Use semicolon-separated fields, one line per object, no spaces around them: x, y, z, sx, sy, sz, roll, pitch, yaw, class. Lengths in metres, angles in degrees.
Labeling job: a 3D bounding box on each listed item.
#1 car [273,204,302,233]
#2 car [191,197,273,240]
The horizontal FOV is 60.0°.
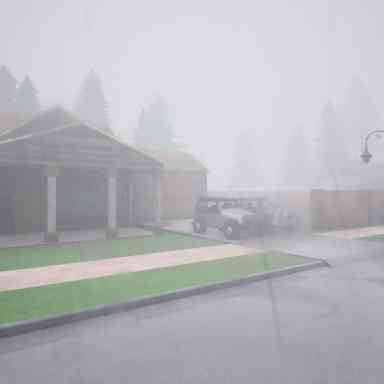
3.434;1.174;17.762;1.932;1.855;4.605;0;0;-36;car
1.614;1.176;15.984;1.905;1.878;3.866;0;0;-36;car
